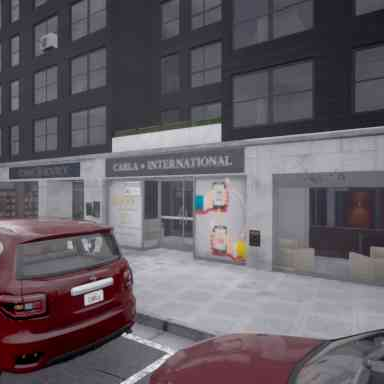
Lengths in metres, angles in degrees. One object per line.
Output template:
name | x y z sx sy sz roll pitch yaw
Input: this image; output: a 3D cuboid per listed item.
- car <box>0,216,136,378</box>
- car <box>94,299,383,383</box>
car | -3.090 1.314 5.274 5.009 1.841 2.192 0 0 35
car | 1.522 1.582 1.993 4.206 1.307 1.802 0 0 35
